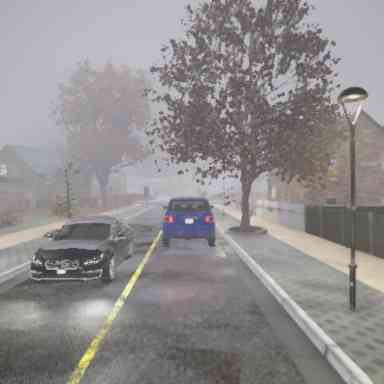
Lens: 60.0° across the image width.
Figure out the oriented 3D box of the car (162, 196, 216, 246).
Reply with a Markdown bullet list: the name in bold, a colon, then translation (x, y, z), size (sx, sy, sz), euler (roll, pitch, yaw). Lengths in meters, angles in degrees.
- **car**: translation (-0.156, 1.192, 15.177), size (2.150, 2.045, 5.566), euler (0, 0, -1)

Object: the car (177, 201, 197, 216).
- **car**: translation (-0.527, 1.561, 33.165), size (1.895, 1.301, 4.718), euler (0, 0, -1)

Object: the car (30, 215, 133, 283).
- **car**: translation (-2.893, 1.488, 9.684), size (1.837, 1.490, 4.892), euler (0, 0, -1)
